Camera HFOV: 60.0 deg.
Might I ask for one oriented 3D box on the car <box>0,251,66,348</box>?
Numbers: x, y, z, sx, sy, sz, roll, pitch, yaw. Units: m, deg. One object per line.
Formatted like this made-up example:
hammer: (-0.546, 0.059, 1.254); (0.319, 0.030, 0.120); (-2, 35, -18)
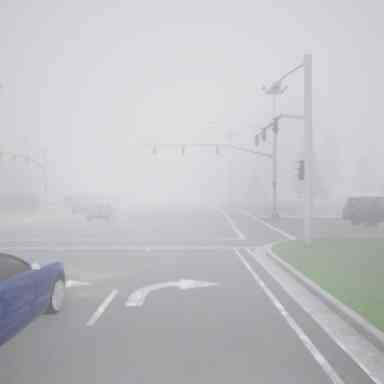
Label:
car: (-3.420, 1.501, 4.627); (1.882, 1.535, 5.008); (0, 0, 0)

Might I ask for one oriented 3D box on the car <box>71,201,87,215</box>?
car: (-11.979, 1.703, 36.957); (1.812, 1.442, 4.674); (0, 0, -3)

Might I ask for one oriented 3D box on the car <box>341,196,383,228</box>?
car: (13.130, 1.325, 22.555); (5.566, 2.045, 2.150); (0, 0, 0)

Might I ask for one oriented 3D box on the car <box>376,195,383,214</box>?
car: (24.311, 1.393, 37.785); (5.566, 2.045, 2.150); (0, 0, -1)

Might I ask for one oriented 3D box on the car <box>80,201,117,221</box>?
car: (-7.645, 1.683, 28.363); (2.033, 1.411, 5.357); (0, 0, -5)
